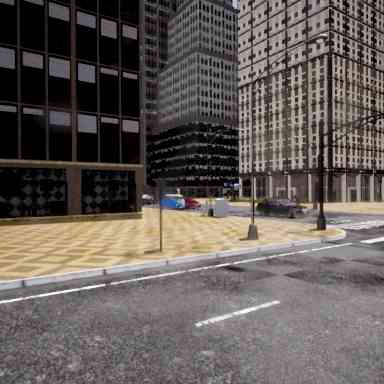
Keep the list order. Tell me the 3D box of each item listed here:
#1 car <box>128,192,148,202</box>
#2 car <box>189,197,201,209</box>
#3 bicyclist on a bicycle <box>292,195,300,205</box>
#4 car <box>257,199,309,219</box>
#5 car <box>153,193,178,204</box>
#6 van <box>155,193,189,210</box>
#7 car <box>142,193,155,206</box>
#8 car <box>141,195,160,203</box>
[{"bbox_3d":[-10.940,0.982,67.143,2.192,1.841,5.009,0,0,-34],"label":"car"},{"bbox_3d":[-0.705,1.370,41.595,1.812,1.442,4.674,-1,0,-34],"label":"car"},{"bbox_3d":[11.983,1.118,38.402,1.656,1.620,0.582,-1,1,-34],"label":"bicyclist on a bicycle"},{"bbox_3d":[7.814,1.407,28.965,2.128,1.511,4.902,-1,1,-34],"label":"car"},{"bbox_3d":[-4.746,1.036,57.956,2.192,1.841,5.009,0,0,-34],"label":"car"},{"bbox_3d":[-2.405,1.210,39.494,1.690,1.788,3.998,0,0,-34],"label":"van"},{"bbox_3d":[-7.239,1.351,51.351,1.994,1.385,4.181,-1,1,-34],"label":"car"},{"bbox_3d":[-7.843,1.239,62.551,1.887,1.381,4.507,0,0,-34],"label":"car"}]
